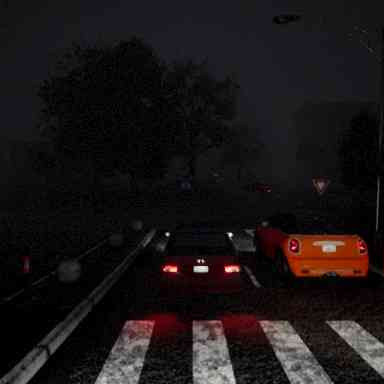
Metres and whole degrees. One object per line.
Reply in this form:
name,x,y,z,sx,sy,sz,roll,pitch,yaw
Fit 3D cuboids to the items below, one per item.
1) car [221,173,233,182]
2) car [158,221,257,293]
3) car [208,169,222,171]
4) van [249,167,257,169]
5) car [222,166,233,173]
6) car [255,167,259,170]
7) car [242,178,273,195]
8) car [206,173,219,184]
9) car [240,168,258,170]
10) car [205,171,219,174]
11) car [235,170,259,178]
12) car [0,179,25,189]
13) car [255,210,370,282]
car,7.029,-2.677,68.142,1.895,1.301,4.718,0,5,2
car,0.197,1.509,8.979,2.033,1.411,5.357,0,1,1
car,5.949,-4.443,85.657,1.882,1.535,5.008,1,6,10
van,13.746,-4.691,85.671,4.442,1.987,1.878,1,6,10
car,10.256,-5.402,92.910,2.150,2.045,5.566,1,6,11
car,14.340,-4.973,88.341,5.566,2.045,2.435,1,6,10
car,8.106,-0.552,41.321,1.837,1.490,4.892,0,4,-22
car,3.870,-2.396,64.729,1.994,1.385,4.181,0,5,1
car,13.434,-4.331,82.950,4.553,1.767,2.185,1,6,10
car,4.349,-3.405,75.353,2.033,1.411,5.357,0,5,6
car,12.940,-3.948,80.264,4.892,1.521,2.231,1,5,10
car,-27.708,-1.263,50.758,5.008,1.535,1.882,2,5,30
car,3.213,1.303,9.861,2.097,1.767,4.553,0,1,1
